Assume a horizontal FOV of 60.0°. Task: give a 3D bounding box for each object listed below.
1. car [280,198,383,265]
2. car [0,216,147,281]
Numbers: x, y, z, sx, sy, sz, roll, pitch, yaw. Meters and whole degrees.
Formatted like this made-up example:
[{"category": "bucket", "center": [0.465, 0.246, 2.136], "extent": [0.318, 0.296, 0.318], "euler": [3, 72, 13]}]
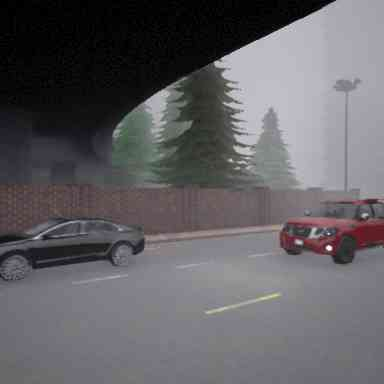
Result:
[{"category": "car", "center": [5.700, 1.272, 12.289], "extent": [5.566, 2.045, 2.150], "euler": [0, 0, -35]}, {"category": "car", "center": [-3.745, 1.500, 9.908], "extent": [4.902, 1.511, 2.128], "euler": [0, 0, -35]}]
